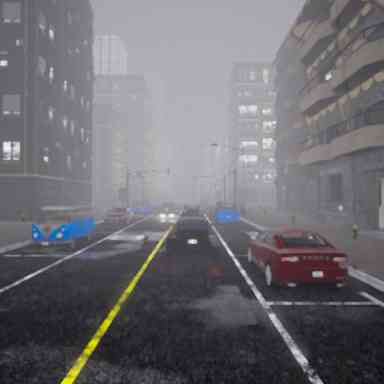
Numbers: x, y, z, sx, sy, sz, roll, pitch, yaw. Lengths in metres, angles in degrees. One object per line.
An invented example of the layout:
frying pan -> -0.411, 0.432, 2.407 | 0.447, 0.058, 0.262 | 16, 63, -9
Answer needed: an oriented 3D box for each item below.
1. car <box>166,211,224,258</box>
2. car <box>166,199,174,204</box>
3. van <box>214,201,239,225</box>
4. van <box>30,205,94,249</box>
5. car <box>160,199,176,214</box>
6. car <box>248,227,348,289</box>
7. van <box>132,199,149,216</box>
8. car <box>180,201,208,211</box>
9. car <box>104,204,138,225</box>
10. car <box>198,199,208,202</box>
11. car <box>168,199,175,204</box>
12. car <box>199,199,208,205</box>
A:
car -> 0.022, 1.705, 13.517 | 1.994, 1.385, 4.181 | 0, 0, 0
car -> -5.692, 2.458, 86.489 | 2.008, 1.369, 4.403 | 0, -1, 0
van -> 2.693, 1.614, 26.258 | 1.690, 1.788, 3.998 | 0, -1, 0
van -> -5.687, 1.497, 14.989 | 1.690, 1.788, 3.998 | 0, -1, 0
car -> -3.021, 1.935, 42.551 | 2.128, 1.511, 4.902 | 0, -1, 0
car -> 2.692, 1.643, 9.348 | 1.887, 1.381, 4.507 | 0, -1, 0
van -> -5.800, 1.730, 37.530 | 1.690, 1.788, 3.998 | 0, -1, 0
car -> 0.016, 1.789, 28.503 | 2.128, 1.511, 4.902 | 0, 0, 0
car -> -5.689, 1.854, 26.259 | 1.802, 1.307, 4.206 | 0, -1, 0
car -> 2.690, 2.229, 75.423 | 1.967, 1.590, 4.097 | 0, -1, 0
car -> -5.691, 2.548, 92.023 | 1.802, 1.307, 4.206 | 0, -1, 0
car -> 2.689, 2.399, 80.955 | 2.008, 1.369, 4.403 | 0, -1, 0
